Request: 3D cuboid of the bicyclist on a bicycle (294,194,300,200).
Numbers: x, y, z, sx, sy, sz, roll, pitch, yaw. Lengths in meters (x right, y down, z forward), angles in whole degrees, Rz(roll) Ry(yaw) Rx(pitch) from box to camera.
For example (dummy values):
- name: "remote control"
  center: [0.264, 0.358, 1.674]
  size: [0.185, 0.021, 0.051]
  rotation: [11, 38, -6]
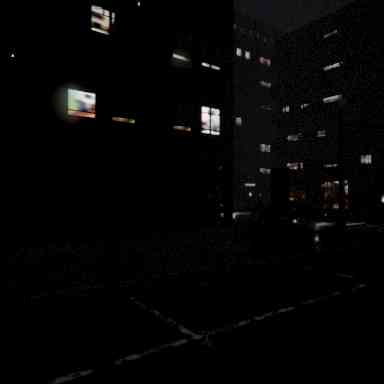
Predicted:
- name: "bicyclist on a bicycle"
  center: [11.473, 1.061, 36.186]
  size: [1.656, 1.620, 0.582]
  rotation: [0, 1, -36]

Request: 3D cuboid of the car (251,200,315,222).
- name: "car"
  center: [6.221, 1.373, 24.167]
  size: [2.008, 1.369, 4.403]
  rotation: [1, 0, -36]

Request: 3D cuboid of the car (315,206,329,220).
- name: "car"
  center: [8.239, 1.353, 25.811]
  size: [1.812, 1.442, 4.674]
  rotation: [0, 1, -37]
